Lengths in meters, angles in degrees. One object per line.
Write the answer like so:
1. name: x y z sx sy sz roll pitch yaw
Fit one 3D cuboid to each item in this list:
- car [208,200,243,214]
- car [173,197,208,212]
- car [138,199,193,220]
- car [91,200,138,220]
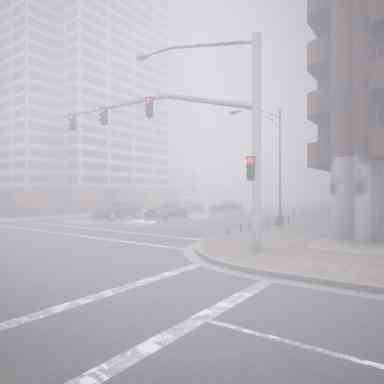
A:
1. car: 3.761 1.601 36.259 1.895 1.301 4.718 0 0 35
2. car: -0.500 1.564 36.290 1.994 1.385 4.181 0 0 35
3. car: -2.111 1.564 27.924 1.994 1.385 4.181 0 0 35
4. car: -6.221 1.505 28.164 1.837 1.490 4.892 0 0 35
